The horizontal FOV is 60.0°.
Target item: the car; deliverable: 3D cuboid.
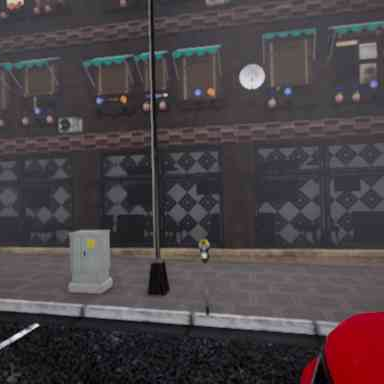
[{"bbox_3d":[3.362,1.222,1.391,5.566,2.045,2.150,0,0,11],"label":"car"}]
